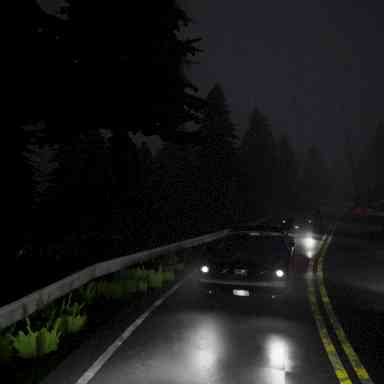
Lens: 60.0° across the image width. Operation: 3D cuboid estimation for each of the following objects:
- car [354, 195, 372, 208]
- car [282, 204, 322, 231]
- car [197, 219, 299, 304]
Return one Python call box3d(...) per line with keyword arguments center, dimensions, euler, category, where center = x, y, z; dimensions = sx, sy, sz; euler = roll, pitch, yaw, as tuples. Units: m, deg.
box3d(center=(20.707, 1.057, 40.211), dimensions=(2.128, 1.511, 4.902), euler=(-2, 0, 28), category="car")
box3d(center=(6.714, 1.460, 20.058), dimensions=(2.033, 1.411, 5.357), euler=(-2, 0, 26), category="car")
box3d(center=(1.610, 1.599, 8.427), dimensions=(1.895, 1.301, 4.718), euler=(-1, 0, 18), category="car")
